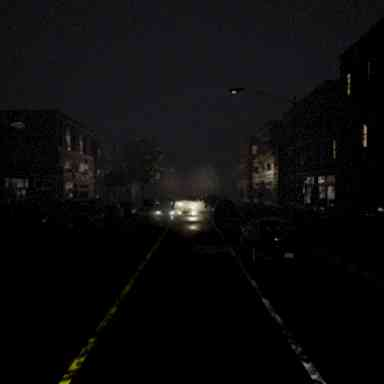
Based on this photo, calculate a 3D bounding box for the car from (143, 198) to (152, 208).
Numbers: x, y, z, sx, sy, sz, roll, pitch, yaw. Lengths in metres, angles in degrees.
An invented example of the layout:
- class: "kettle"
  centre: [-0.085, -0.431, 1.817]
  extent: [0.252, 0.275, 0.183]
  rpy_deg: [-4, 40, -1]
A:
- class: "car"
  centre: [-5.681, 1.458, 44.669]
  extent: [1.947, 1.339, 4.313]
  rpy_deg: [-1, 0, 0]

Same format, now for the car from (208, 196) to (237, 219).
- class: "car"
  centre: [2.694, 1.373, 28.034]
  extent: [1.967, 1.590, 4.097]
  rpy_deg: [-1, 0, 0]

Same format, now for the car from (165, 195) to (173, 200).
- class: "car"
  centre: [-5.671, 1.378, 83.477]
  extent: [1.802, 1.307, 4.206]
  rpy_deg: [0, 0, 0]

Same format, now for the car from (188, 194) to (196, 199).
- class: "car"
  centre: [0.023, 1.147, 90.127]
  extent: [1.994, 1.385, 4.181]
  rpy_deg: [0, 0, 0]

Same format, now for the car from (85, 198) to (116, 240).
- class: "car"
  centre: [-5.690, 1.275, 16.948]
  extent: [2.192, 1.841, 5.009]
  rpy_deg: [-1, 0, 0]

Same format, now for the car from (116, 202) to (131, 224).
- class: "car"
  centre: [-5.686, 1.512, 22.493]
  extent: [1.947, 1.339, 4.313]
  rpy_deg: [-1, 0, 0]

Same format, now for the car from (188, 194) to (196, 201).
- class: "car"
  centre: [0.019, 1.173, 73.363]
  extent: [1.882, 1.535, 5.008]
  rpy_deg: [0, 0, 0]

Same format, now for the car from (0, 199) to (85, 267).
- class: "car"
  centre: [-5.692, 1.288, 11.404]
  extent: [2.192, 1.841, 5.009]
  rpy_deg: [-1, 0, 0]

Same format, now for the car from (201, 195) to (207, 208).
- class: "car"
  centre: [2.697, 1.207, 44.666]
  extent: [2.192, 1.841, 5.009]
  rpy_deg: [-1, 0, 0]

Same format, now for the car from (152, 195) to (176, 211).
- class: "car"
  centre: [-3.081, 1.257, 39.370]
  extent: [2.097, 1.767, 4.553]
  rpy_deg: [0, 0, 0]

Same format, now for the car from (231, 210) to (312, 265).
- class: "car"
  centre: [2.691, 1.523, 11.403]
  extent: [2.008, 1.369, 4.403]
  rpy_deg: [-1, 0, 0]

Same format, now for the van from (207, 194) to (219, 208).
- class: "van"
  centre: [2.695, 1.260, 33.578]
  extent: [1.690, 1.788, 3.998]
  rpy_deg: [-1, 0, 0]

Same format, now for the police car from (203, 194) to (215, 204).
- class: "police car"
  centre: [3.015, 1.282, 59.356]
  extent: [1.930, 1.638, 5.238]
  rpy_deg: [0, 0, 0]

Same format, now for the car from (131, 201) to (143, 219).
- class: "car"
  centre: [-5.685, 1.477, 28.037]
  extent: [1.887, 1.381, 4.507]
  rpy_deg: [-1, 0, 0]
